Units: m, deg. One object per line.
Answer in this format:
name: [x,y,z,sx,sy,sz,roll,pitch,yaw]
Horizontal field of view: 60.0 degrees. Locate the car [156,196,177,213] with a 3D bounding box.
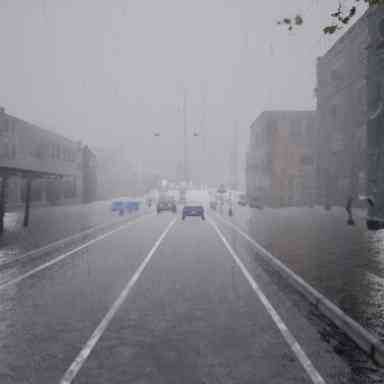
car: [-2.998,1.474,40.353,2.150,2.045,5.566,0,-1,0]

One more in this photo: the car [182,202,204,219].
car: [0.108,1.626,30.573,1.882,1.535,5.008,0,-1,0]
